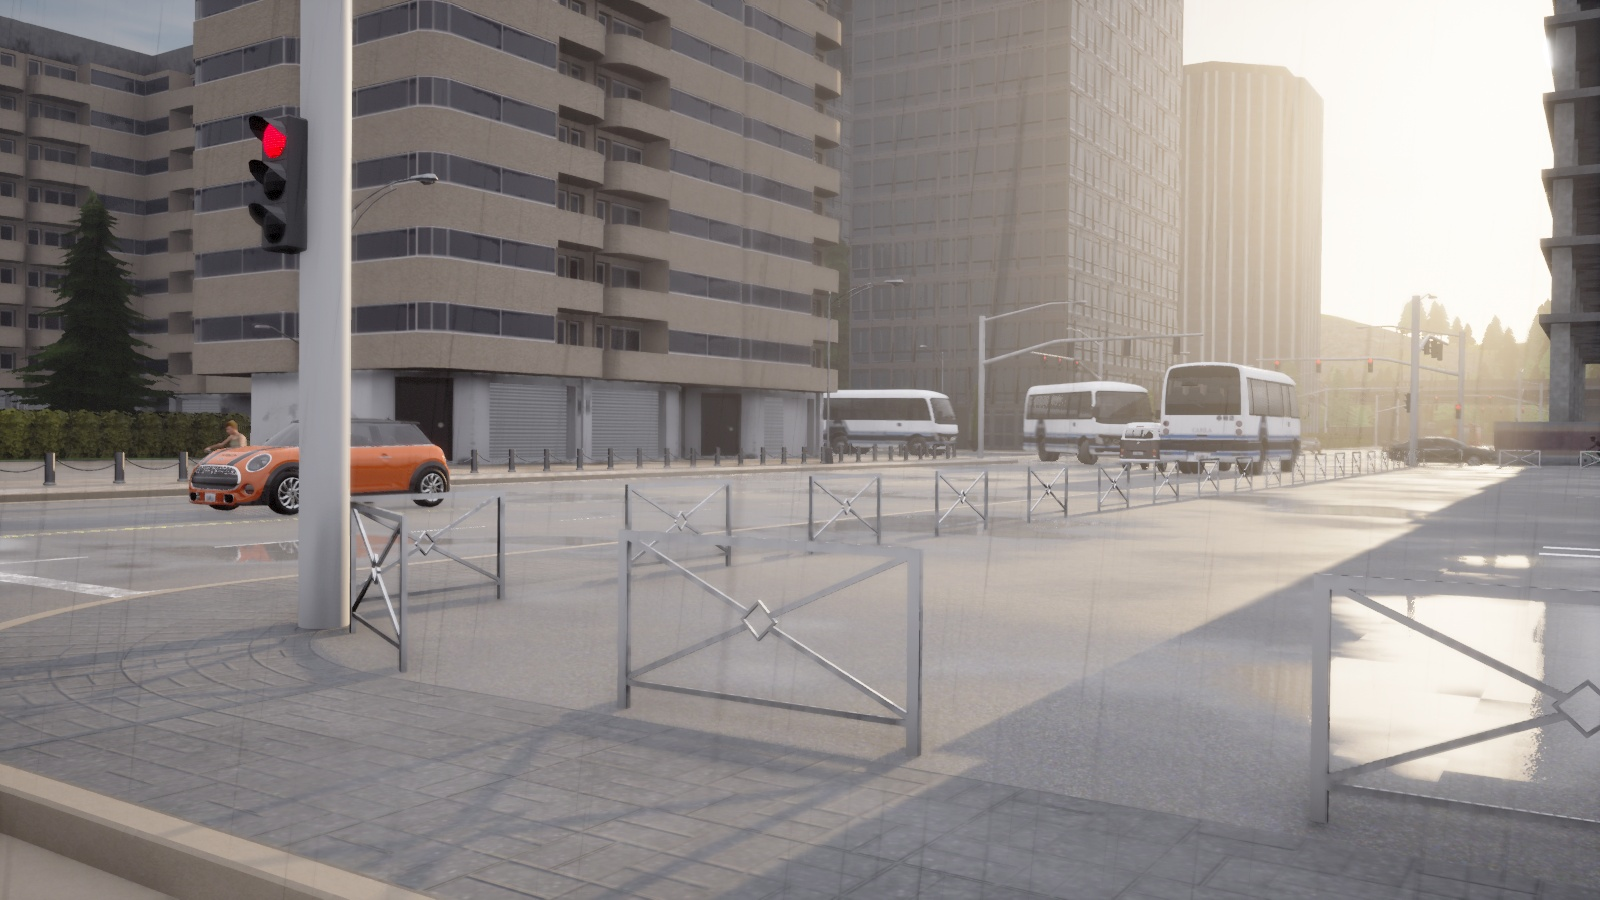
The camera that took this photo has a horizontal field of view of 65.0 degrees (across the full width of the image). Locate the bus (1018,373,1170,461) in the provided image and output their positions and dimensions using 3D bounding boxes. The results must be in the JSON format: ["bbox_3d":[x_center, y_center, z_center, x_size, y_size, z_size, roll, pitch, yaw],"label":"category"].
[{"bbox_3d":[15.183,-1.701,66.130,3.944,4.253,10.273,0,1,-11],"label":"bus"}]

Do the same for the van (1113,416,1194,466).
[{"bbox_3d":[15.001,-0.407,53.198,2.069,2.038,4.480,0,1,33],"label":"van"}]

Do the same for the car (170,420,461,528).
[{"bbox_3d":[-8.683,0.356,22.910,2.097,1.767,4.553,0,1,33],"label":"car"}]

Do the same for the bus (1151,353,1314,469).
[{"bbox_3d":[17.821,-1.504,51.114,3.944,4.253,10.273,0,1,33],"label":"bus"}]

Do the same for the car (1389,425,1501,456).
[{"bbox_3d":[32.792,-0.480,63.902,4.892,1.490,1.837,0,1,32],"label":"car"}]

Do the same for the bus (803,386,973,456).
[{"bbox_3d":[5.610,-1.856,80.883,10.273,4.253,3.944,1,1,33],"label":"bus"}]
